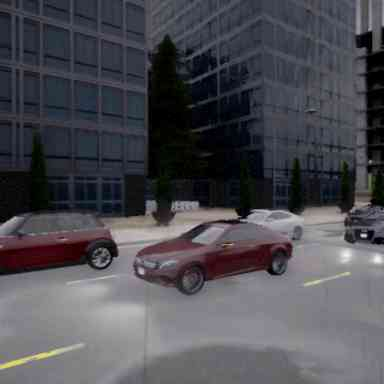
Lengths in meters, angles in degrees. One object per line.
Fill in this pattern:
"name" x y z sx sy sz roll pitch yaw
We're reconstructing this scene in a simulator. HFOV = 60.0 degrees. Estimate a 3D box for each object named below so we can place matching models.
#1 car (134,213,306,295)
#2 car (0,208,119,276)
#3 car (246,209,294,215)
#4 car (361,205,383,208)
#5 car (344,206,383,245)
"car" 0.764 1.507 8.811 4.674 1.442 1.812 0 0 -35
"car" -4.480 1.346 9.383 4.553 1.767 2.097 0 0 -35
"car" 3.177 1.489 14.807 4.674 1.442 1.812 0 0 -35
"car" 11.191 1.494 20.453 4.181 1.385 1.994 0 0 -36
"car" 8.340 1.514 14.157 4.181 1.385 1.994 0 0 -35
